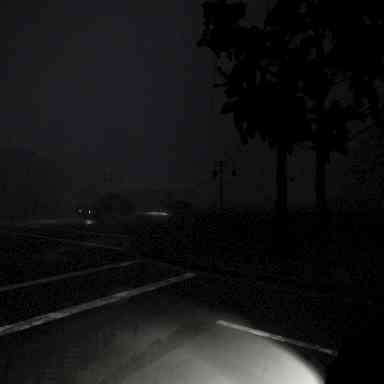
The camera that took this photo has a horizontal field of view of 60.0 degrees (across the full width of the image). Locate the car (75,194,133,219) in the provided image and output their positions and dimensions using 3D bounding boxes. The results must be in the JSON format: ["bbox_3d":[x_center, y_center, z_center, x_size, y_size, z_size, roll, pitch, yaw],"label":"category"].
[{"bbox_3d":[-7.765,1.222,30.031,2.150,2.045,5.566,0,0,35],"label":"car"}]

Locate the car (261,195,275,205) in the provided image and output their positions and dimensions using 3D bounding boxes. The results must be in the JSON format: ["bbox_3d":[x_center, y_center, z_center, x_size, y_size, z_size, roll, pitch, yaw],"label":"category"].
[{"bbox_3d":[13.856,1.347,60.760,2.097,1.767,4.553,0,0,7],"label":"car"}]

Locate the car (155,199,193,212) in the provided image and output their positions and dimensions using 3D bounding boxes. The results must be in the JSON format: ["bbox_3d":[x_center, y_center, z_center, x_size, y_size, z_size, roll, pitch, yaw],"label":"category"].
[{"bbox_3d":[-1.963,1.547,38.596,2.033,1.411,5.357,0,0,34],"label":"car"}]

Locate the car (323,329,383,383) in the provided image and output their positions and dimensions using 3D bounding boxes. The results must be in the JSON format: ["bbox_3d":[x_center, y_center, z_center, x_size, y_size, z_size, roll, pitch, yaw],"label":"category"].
[{"bbox_3d":[2.915,1.564,1.894,4.181,1.385,1.994,0,0,36],"label":"car"}]
